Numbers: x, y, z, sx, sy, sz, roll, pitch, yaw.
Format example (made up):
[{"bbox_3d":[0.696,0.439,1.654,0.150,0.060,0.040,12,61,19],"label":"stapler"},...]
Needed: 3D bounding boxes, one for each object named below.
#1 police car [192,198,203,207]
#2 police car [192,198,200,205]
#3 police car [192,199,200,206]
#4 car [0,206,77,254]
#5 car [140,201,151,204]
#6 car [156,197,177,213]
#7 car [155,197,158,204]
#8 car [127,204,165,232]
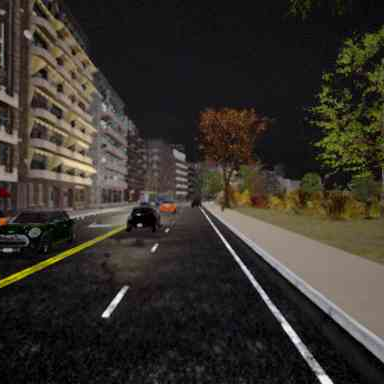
[{"bbox_3d":[0.991,2.280,69.806,1.930,1.638,5.238,0,-1,0],"label":"police car"},{"bbox_3d":[1.114,2.481,85.666,1.930,1.638,5.238,0,-1,1],"label":"police car"},{"bbox_3d":[1.013,2.405,79.749,1.930,1.638,5.238,0,-1,1],"label":"police car"},{"bbox_3d":[-6.593,1.524,14.167,2.097,1.767,4.553,0,-1,0],"label":"car"},{"bbox_3d":[-9.734,2.446,69.548,1.895,1.301,4.718,0,-1,0],"label":"car"},{"bbox_3d":[-3.152,1.891,44.440,2.097,1.767,4.553,0,-1,0],"label":"car"},{"bbox_3d":[-6.484,2.076,69.552,2.150,2.045,5.566,0,-1,0],"label":"car"},{"bbox_3d":[-3.144,1.776,22.414,1.837,1.490,4.892,0,-1,0],"label":"car"}]
